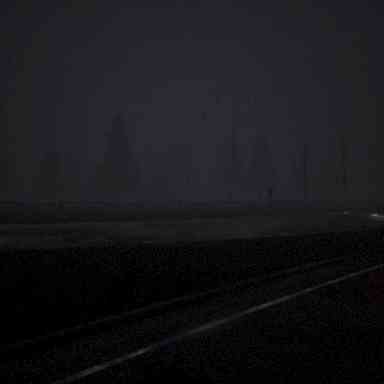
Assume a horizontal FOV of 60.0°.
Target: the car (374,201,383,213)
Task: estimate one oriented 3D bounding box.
[{"bbox_3d":[23.059,1.558,38.290,4.553,1.767,2.097,0,0,-31],"label":"car"}]
